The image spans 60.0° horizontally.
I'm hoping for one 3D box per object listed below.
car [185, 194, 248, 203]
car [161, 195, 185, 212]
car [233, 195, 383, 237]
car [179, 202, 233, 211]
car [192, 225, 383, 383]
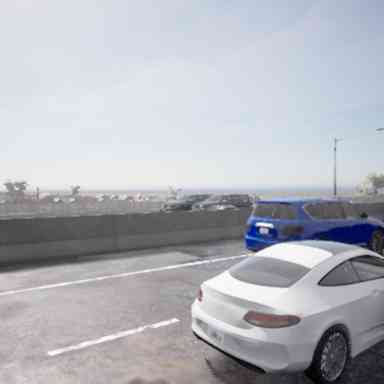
[{"bbox_3d":[2.545,1.172,27.300,5.566,2.045,2.150,0,0,-35],"label":"car"},{"bbox_3d":[-0.058,1.174,29.743,5.566,2.045,2.150,0,0,-35],"label":"car"},{"bbox_3d":[4.249,1.195,11.075,5.566,2.045,2.150,0,0,-35],"label":"car"},{"bbox_3d":[1.784,1.561,22.460,4.718,1.301,1.895,0,0,-35],"label":"car"},{"bbox_3d":[2.157,1.513,5.283,4.674,1.442,1.812,0,0,-35],"label":"car"}]
